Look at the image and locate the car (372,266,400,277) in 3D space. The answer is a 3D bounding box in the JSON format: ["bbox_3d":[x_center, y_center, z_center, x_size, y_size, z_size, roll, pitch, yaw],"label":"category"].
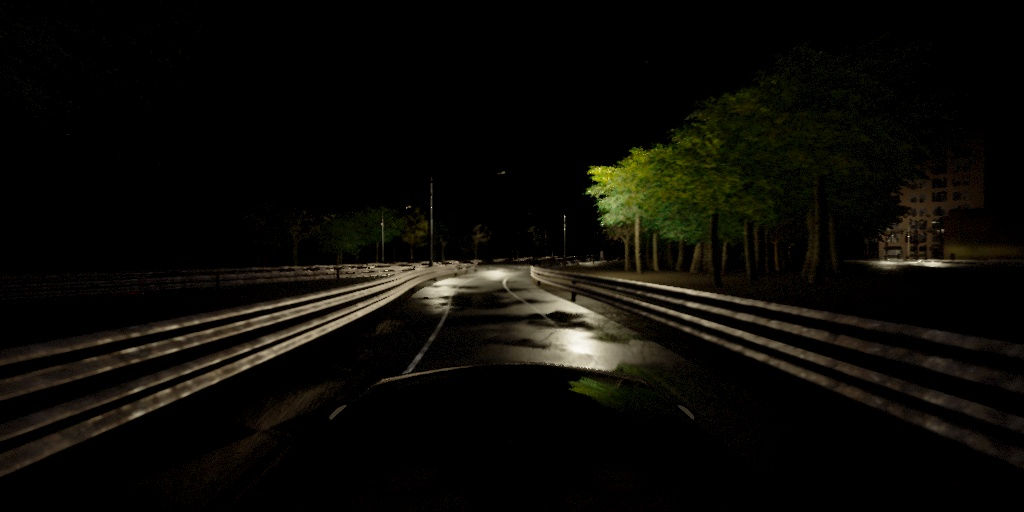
[{"bbox_3d":[-17.281,2.007,48.766,1.994,1.385,4.181,0,1,34],"label":"car"}]

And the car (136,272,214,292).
[{"bbox_3d":[-29.083,2.154,31.216,1.882,1.535,5.008,0,0,34],"label":"car"}]
